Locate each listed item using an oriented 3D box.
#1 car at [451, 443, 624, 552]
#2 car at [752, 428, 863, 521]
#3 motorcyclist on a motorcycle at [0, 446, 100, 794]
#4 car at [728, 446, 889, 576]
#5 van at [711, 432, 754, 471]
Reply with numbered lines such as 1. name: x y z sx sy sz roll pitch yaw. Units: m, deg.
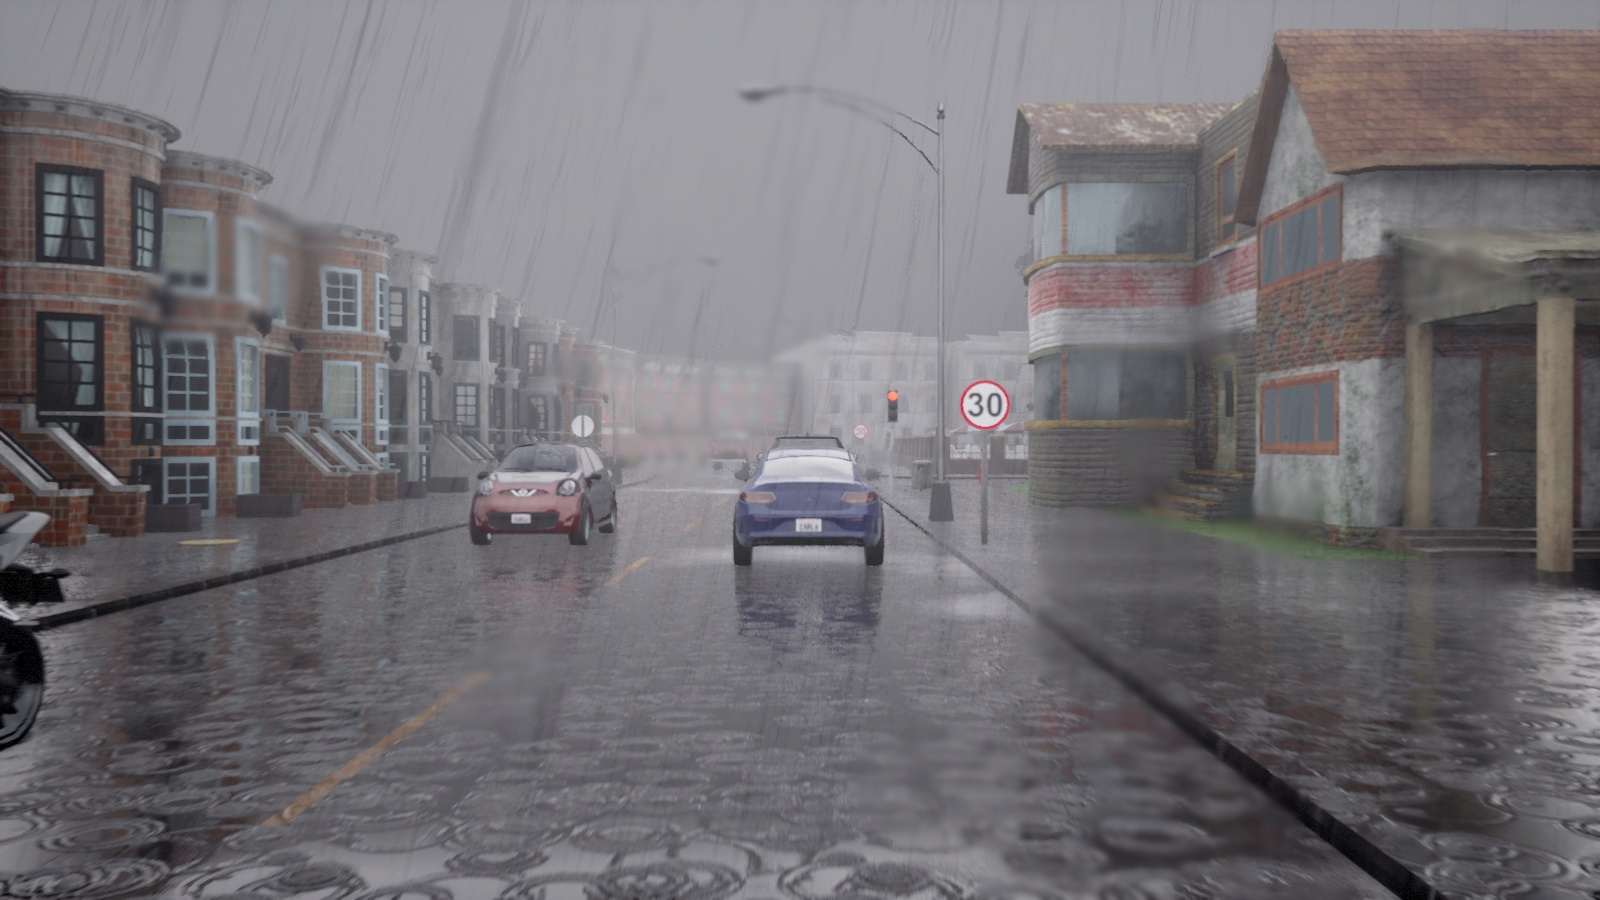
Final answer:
1. car: -3.874 0.649 19.135 1.845 1.501 3.633 0 0 0
2. car: 0.162 0.458 26.152 2.097 1.767 4.553 0 0 0
3. motorcyclist on a motorcycle: -3.956 0.749 5.211 0.866 1.530 2.191 0 0 0
4. car: 0.110 0.679 16.476 1.812 1.442 4.674 0 0 0
5. van: -3.615 0.084 67.870 2.069 2.038 4.480 0 0 0
